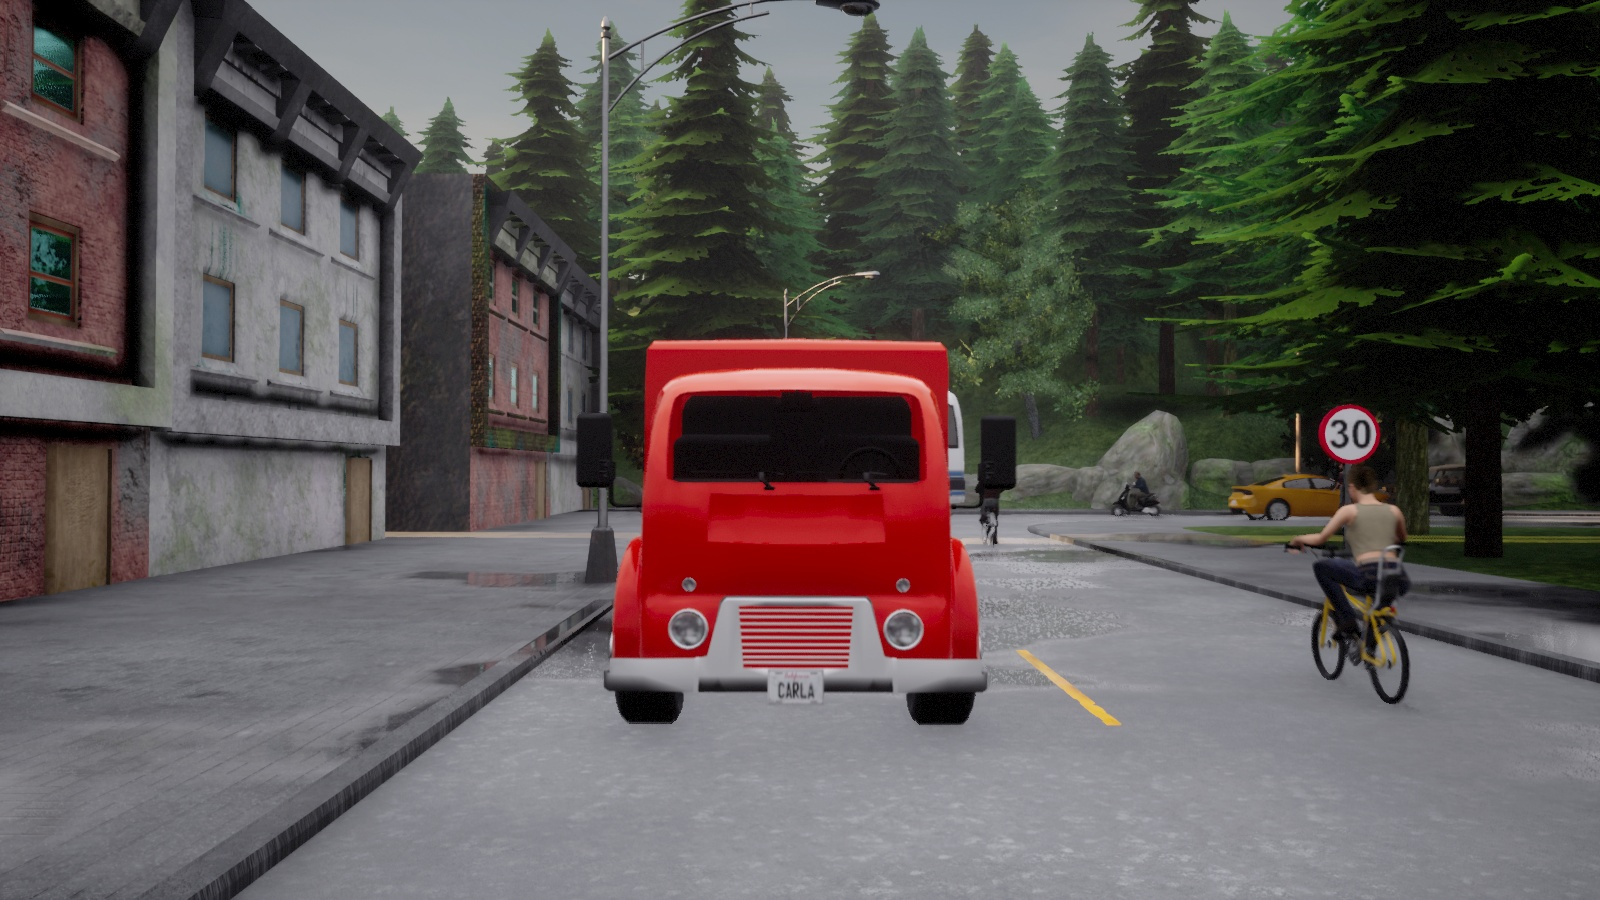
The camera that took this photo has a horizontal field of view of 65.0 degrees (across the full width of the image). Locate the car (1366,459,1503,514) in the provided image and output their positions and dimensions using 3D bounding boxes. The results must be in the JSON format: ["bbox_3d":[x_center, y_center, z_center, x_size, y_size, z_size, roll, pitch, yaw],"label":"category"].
[{"bbox_3d":[22.369,1.264,44.354,3.866,1.878,1.905,0,-1,0],"label":"car"}]

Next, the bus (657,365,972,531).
[{"bbox_3d":[0.786,0.061,37.374,3.944,4.253,10.273,-2,-2,37],"label":"bus"}]

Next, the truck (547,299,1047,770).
[{"bbox_3d":[-0.025,0.482,9.215,2.627,2.467,5.204,0,-1,0],"label":"truck"}]

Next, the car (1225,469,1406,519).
[{"bbox_3d":[16.498,1.402,40.343,5.008,1.535,1.882,0,-1,-1],"label":"car"}]

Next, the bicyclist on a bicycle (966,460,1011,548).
[{"bbox_3d":[3.933,1.110,26.286,0.659,1.776,1.843,0,-1,0],"label":"bicyclist on a bicycle"}]

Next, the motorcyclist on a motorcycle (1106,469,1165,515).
[{"bbox_3d":[11.782,1.461,44.156,1.817,1.590,0.866,0,0,-4],"label":"motorcyclist on a motorcycle"}]

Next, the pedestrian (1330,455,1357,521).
[{"bbox_3d":[15.237,1.053,35.204,0.594,1.836,0.345,0,-1,-1],"label":"pedestrian"}]

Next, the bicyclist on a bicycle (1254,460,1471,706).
[{"bbox_3d":[3.977,0.887,9.028,0.866,1.612,1.509,0,-1,0],"label":"bicyclist on a bicycle"}]
